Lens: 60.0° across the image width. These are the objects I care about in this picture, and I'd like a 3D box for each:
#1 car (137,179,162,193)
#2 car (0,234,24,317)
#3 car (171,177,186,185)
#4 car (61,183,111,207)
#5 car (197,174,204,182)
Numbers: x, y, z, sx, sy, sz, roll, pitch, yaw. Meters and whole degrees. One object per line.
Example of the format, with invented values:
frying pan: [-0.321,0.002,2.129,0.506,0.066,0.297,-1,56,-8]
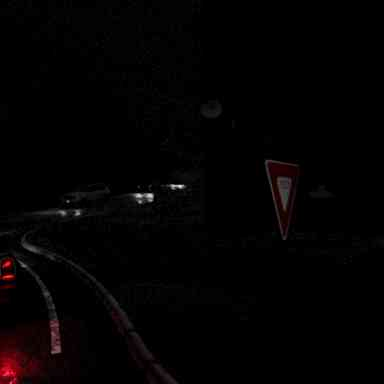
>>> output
car: [-5.817,-0.932,45.944,2.097,1.767,4.553,0,5,16]
car: [-4.944,1.383,6.940,2.097,1.767,4.553,0,0,-34]
car: [-2.425,-2.074,59.916,1.994,1.385,4.181,0,5,11]
car: [-10.400,0.256,33.113,2.150,2.045,5.566,0,5,22]
car: [2.029,-2.979,68.363,1.882,1.535,5.008,0,5,5]
